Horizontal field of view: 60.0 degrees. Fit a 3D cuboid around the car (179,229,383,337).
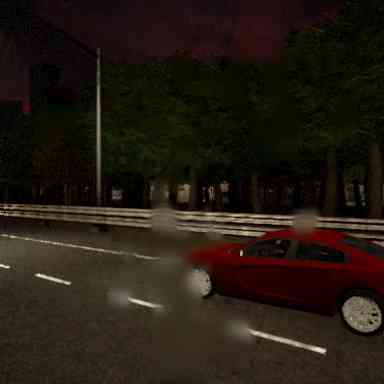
[{"bbox_3d":[2.003,1.495,6.741,5.008,1.535,1.882,0,0,36],"label":"car"}]
